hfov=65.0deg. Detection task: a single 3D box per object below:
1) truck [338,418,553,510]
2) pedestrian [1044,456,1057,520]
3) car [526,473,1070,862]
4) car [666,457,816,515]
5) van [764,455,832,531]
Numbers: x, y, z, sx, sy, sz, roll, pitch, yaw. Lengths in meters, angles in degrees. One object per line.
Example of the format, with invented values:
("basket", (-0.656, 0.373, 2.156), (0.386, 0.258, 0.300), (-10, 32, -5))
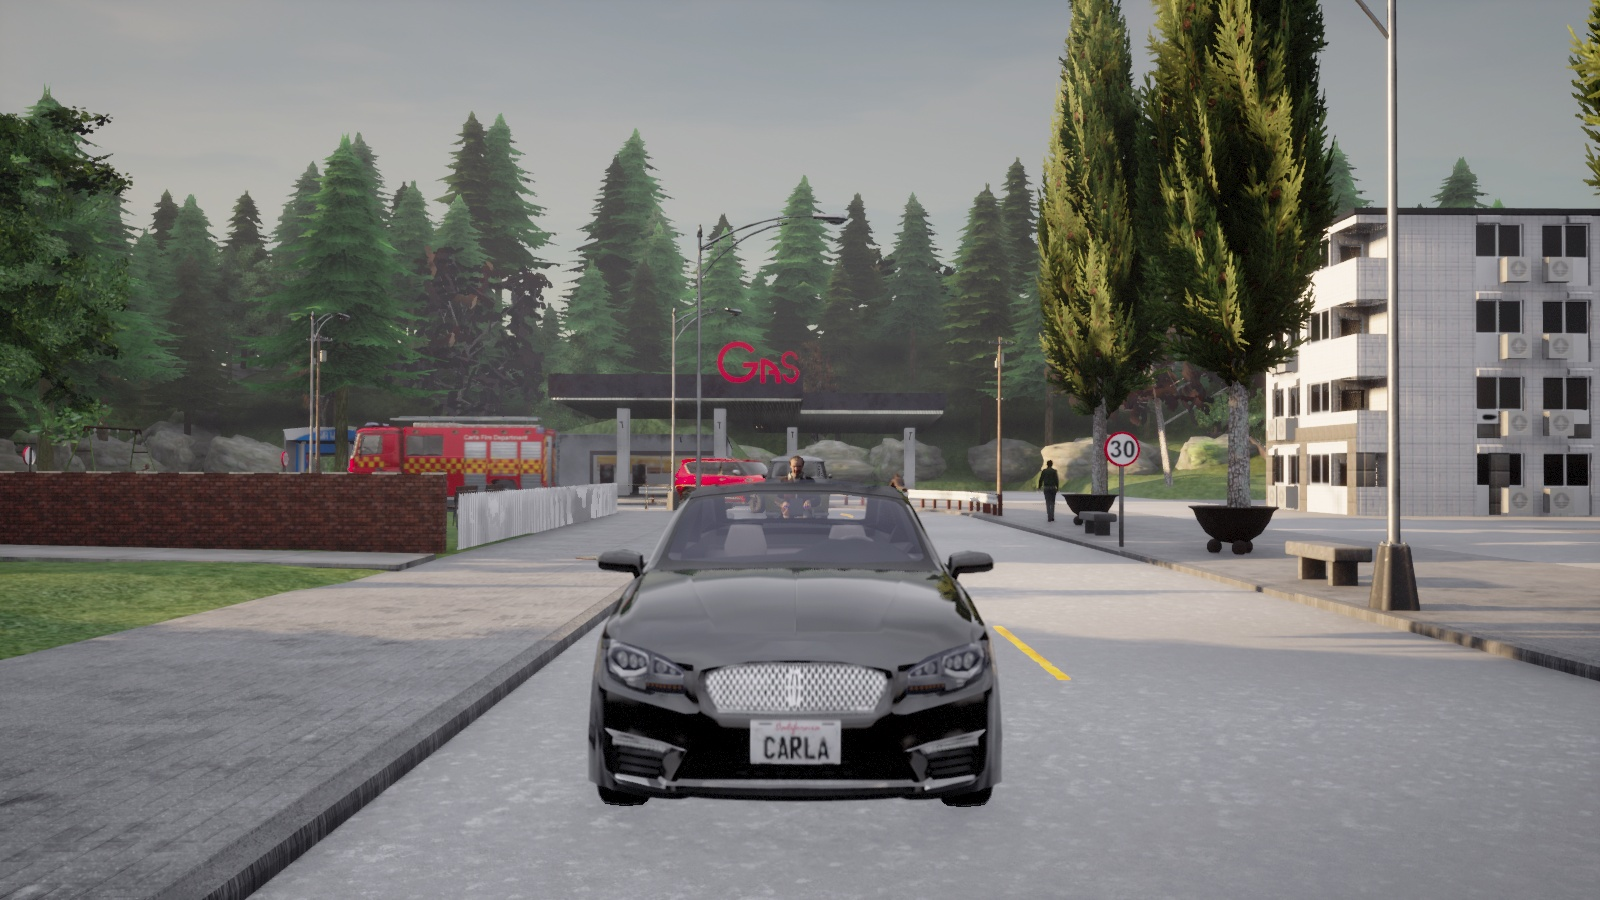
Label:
("truck", (-15.208, 0.619, 54.256), (8.468, 3.827, 2.891), (0, -1, 0))
("pedestrian", (7.396, 1.116, 37.072), (0.353, 1.847, 0.614), (0, -1, 13))
("car", (-0.018, 0.895, 7.376), (2.128, 1.511, 4.902), (0, -1, 0))
("car", (-2.276, 1.337, 47.388), (5.566, 2.045, 2.150), (-1, -2, 38))
("van", (-0.074, 1.154, 34.995), (1.775, 1.987, 4.442), (0, -1, 0))
